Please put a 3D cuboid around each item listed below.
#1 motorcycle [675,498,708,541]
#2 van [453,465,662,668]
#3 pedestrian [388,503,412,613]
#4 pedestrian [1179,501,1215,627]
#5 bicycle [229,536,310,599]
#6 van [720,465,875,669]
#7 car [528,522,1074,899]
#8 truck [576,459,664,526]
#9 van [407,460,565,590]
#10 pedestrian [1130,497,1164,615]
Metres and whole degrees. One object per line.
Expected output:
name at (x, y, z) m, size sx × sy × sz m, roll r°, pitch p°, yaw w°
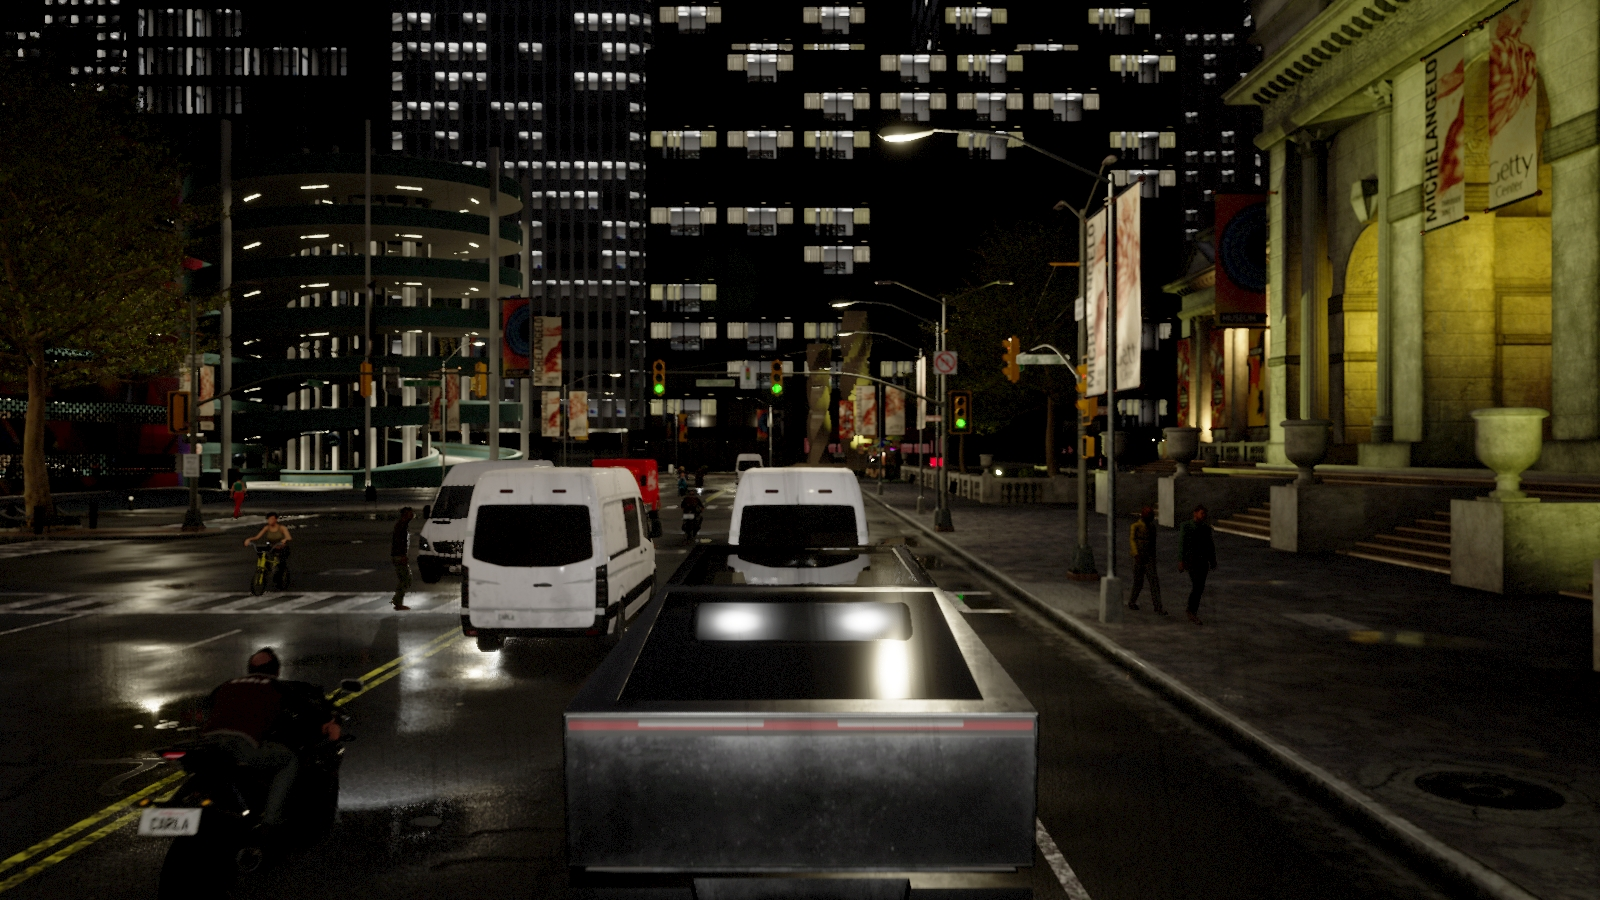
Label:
motorcycle at (-3.492, 2.228, 36.879) m, size 0.867 × 1.251 × 2.209 m, roll 0°, pitch 0°, yaw 0°
van at (-3.505, 1.546, 17.784) m, size 1.988 × 2.561 × 5.915 m, roll 0°, pitch 0°, yaw 0°
pedestrian at (-6.922, 1.861, 19.770) m, size 0.375 × 1.860 × 0.375 m, roll 0°, pitch 0°, yaw -16°
pedestrian at (5.999, 1.709, 17.281) m, size 0.375 × 1.860 × 0.375 m, roll 0°, pitch 0°, yaw -13°
bicycle at (-10.340, 2.270, 22.325) m, size 0.859 × 1.080 × 1.487 m, roll 0°, pitch 0°, yaw 1°
van at (-0.019, 1.546, 17.669) m, size 1.988 × 2.561 × 5.915 m, roll 0°, pitch 0°, yaw 0°
car at (0.005, 1.759, 8.138) m, size 2.390 × 2.098 × 6.274 m, roll 0°, pitch 0°, yaw 0°
truck at (-6.985, 1.597, 44.907) m, size 2.627 × 2.467 × 5.204 m, roll 0°, pitch 0°, yaw 0°
van at (-7.002, 1.549, 26.212) m, size 1.988 × 2.561 × 5.915 m, roll 0°, pitch 0°, yaw 0°
pedestrian at (5.629, 1.708, 18.536) m, size 0.375 × 1.860 × 0.375 m, roll 0°, pitch 0°, yaw -16°
